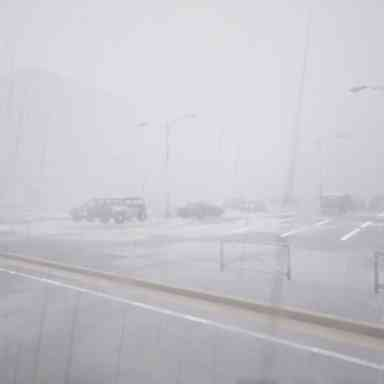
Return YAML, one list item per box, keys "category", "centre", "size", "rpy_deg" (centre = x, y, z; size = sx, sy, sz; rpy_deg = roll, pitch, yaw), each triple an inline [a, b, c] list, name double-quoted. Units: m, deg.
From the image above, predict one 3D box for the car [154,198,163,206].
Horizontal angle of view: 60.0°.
- category: "car"
  centre: [-7.552, 1.942, 64.378]
  size: [2.128, 1.511, 4.902]
  rpy_deg: [-1, -1, 34]

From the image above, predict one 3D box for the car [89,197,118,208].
- category: "car"
  centre: [-15.579, 1.836, 58.788]
  size: [2.097, 1.767, 4.553]
  rpy_deg: [-1, -1, 34]

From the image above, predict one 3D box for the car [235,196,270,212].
- category: "car"
  centre: [6.944, 1.565, 37.998]
  size: [1.970, 1.475, 3.806]
  rpy_deg: [-1, 0, 34]

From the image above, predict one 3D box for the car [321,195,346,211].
- category: "car"
  centre: [20.174, 1.511, 47.288]
  size: [1.970, 1.475, 3.806]
  rpy_deg: [-1, 0, 34]

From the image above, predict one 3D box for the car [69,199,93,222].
- category: "car"
  centre: [-7.442, 1.375, 26.700]
  size: [1.932, 1.855, 4.605]
  rpy_deg: [-1, 0, 34]

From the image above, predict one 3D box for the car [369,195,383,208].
- category: "car"
  centre: [24.823, 1.211, 44.209]
  size: [1.932, 1.855, 4.605]
  rpy_deg: [-1, 0, 34]

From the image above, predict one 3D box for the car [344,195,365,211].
- category: "car"
  centre: [22.573, 1.449, 45.667]
  size: [1.784, 1.438, 3.905]
  rpy_deg: [-1, 0, 34]

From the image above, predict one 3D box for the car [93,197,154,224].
- category: "car"
  centre: [-5.073, 1.348, 25.036]
  size: [1.905, 1.878, 3.866]
  rpy_deg: [-1, 0, 34]
